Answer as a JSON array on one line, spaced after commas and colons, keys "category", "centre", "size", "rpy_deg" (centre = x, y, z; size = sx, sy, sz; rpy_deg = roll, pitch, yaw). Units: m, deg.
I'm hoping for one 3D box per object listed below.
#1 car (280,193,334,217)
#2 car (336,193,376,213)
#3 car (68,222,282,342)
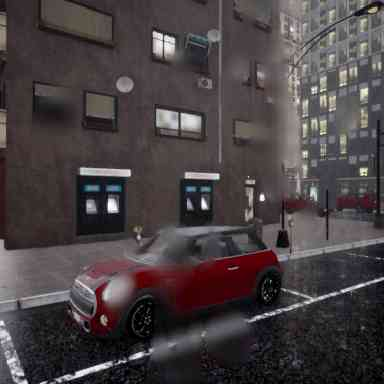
[{"category": "car", "centre": [8.680, 1.010, 27.326], "size": [2.192, 1.841, 5.009], "rpy_deg": [2, 0, -36]}, {"category": "car", "centre": [15.424, 1.030, 32.300], "size": [2.192, 1.841, 5.009], "rpy_deg": [1, 0, -36]}, {"category": "car", "centre": [-0.197, 1.440, 6.415], "size": [4.097, 1.590, 1.967], "rpy_deg": [0, 0, -35]}]
